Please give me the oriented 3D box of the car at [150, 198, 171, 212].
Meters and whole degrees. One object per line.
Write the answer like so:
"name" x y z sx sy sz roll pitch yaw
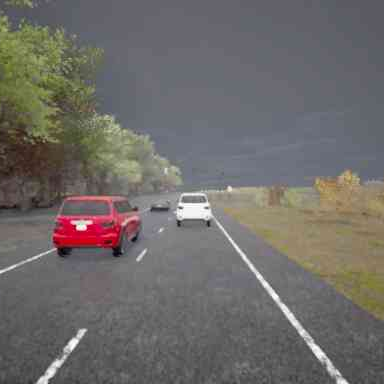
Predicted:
"car" -3.381 1.370 36.353 1.994 1.385 4.181 0 0 0

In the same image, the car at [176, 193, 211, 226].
"car" 0.113 1.103 22.461 2.150 2.045 5.566 0 0 0

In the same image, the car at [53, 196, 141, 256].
"car" -3.393 1.156 12.895 2.150 2.045 5.566 0 0 0
